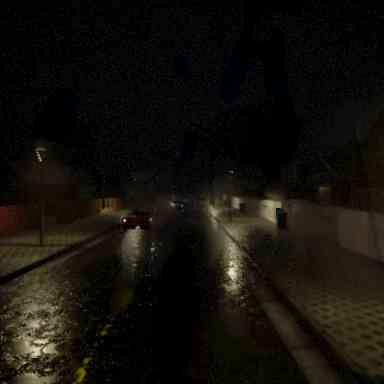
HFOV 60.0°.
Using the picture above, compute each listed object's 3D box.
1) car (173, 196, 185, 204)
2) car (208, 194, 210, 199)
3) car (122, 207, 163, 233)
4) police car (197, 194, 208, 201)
[{"bbox_3d":[-2.422,1.494,61.426,1.812,1.442,4.674,0,0,2],"label":"car"},{"bbox_3d":[3.093,1.500,90.530,1.812,1.442,4.674,0,0,5],"label":"car"},{"bbox_3d":[-2.846,1.582,19.761,1.895,1.301,4.718,0,0,0],"label":"car"},{"bbox_3d":[2.253,1.395,80.719,1.930,1.638,5.238,0,0,4],"label":"police car"}]
